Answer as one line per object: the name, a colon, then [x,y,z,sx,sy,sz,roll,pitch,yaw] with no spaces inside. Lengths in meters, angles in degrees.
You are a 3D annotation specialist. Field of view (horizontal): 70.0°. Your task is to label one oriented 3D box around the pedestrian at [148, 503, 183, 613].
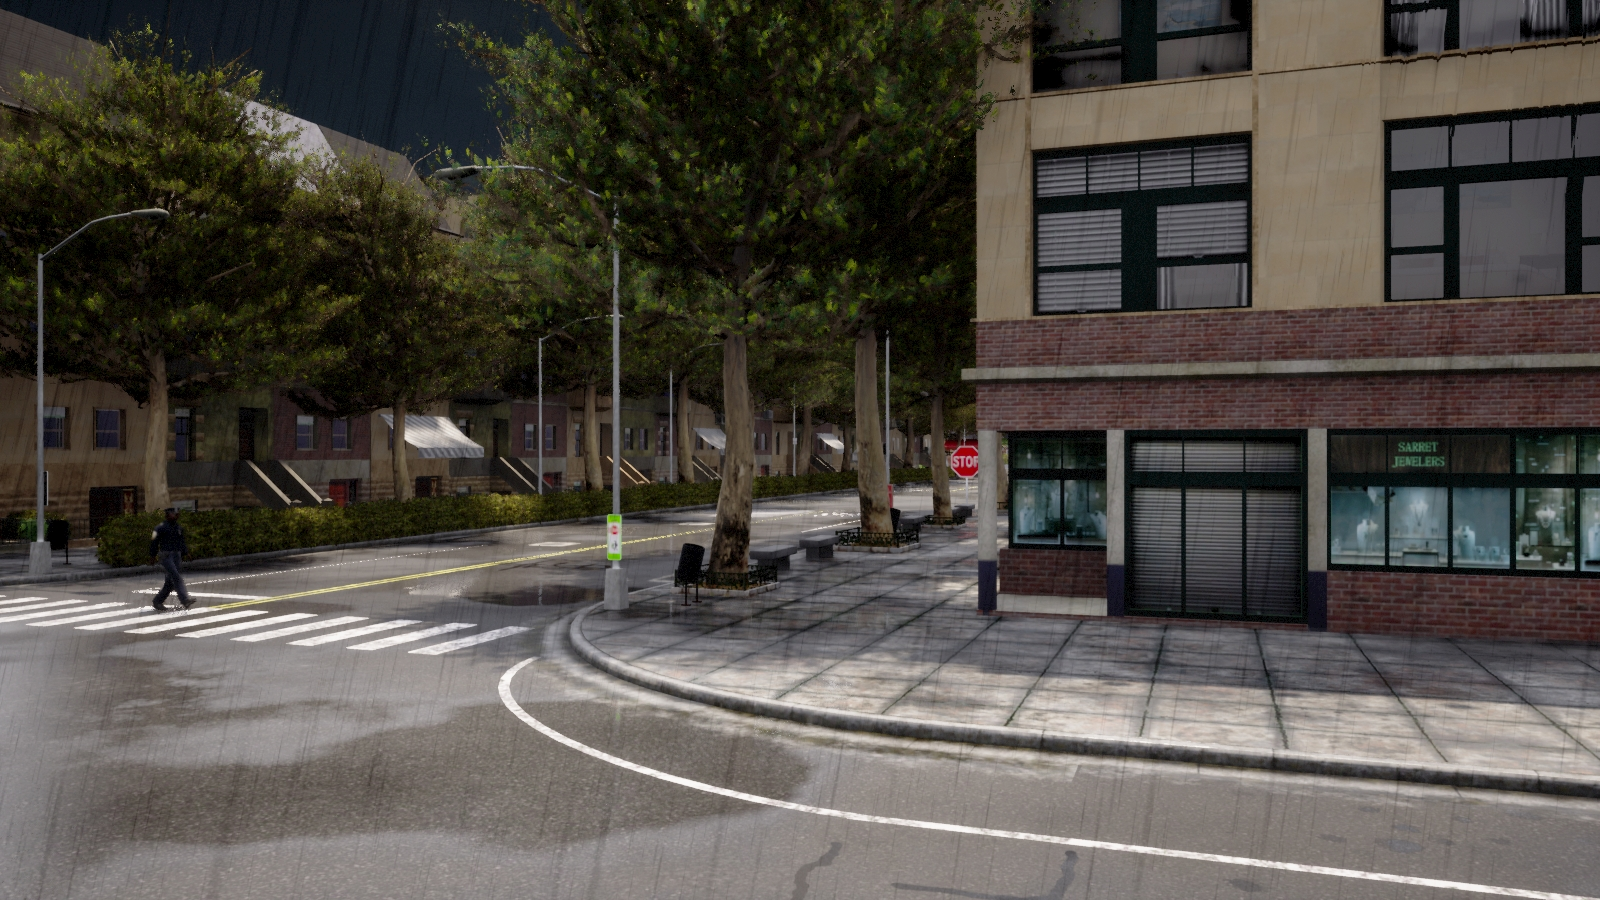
pedestrian: [-10.971,1.856,19.746,0.375,1.860,0.375,0,0,23]
